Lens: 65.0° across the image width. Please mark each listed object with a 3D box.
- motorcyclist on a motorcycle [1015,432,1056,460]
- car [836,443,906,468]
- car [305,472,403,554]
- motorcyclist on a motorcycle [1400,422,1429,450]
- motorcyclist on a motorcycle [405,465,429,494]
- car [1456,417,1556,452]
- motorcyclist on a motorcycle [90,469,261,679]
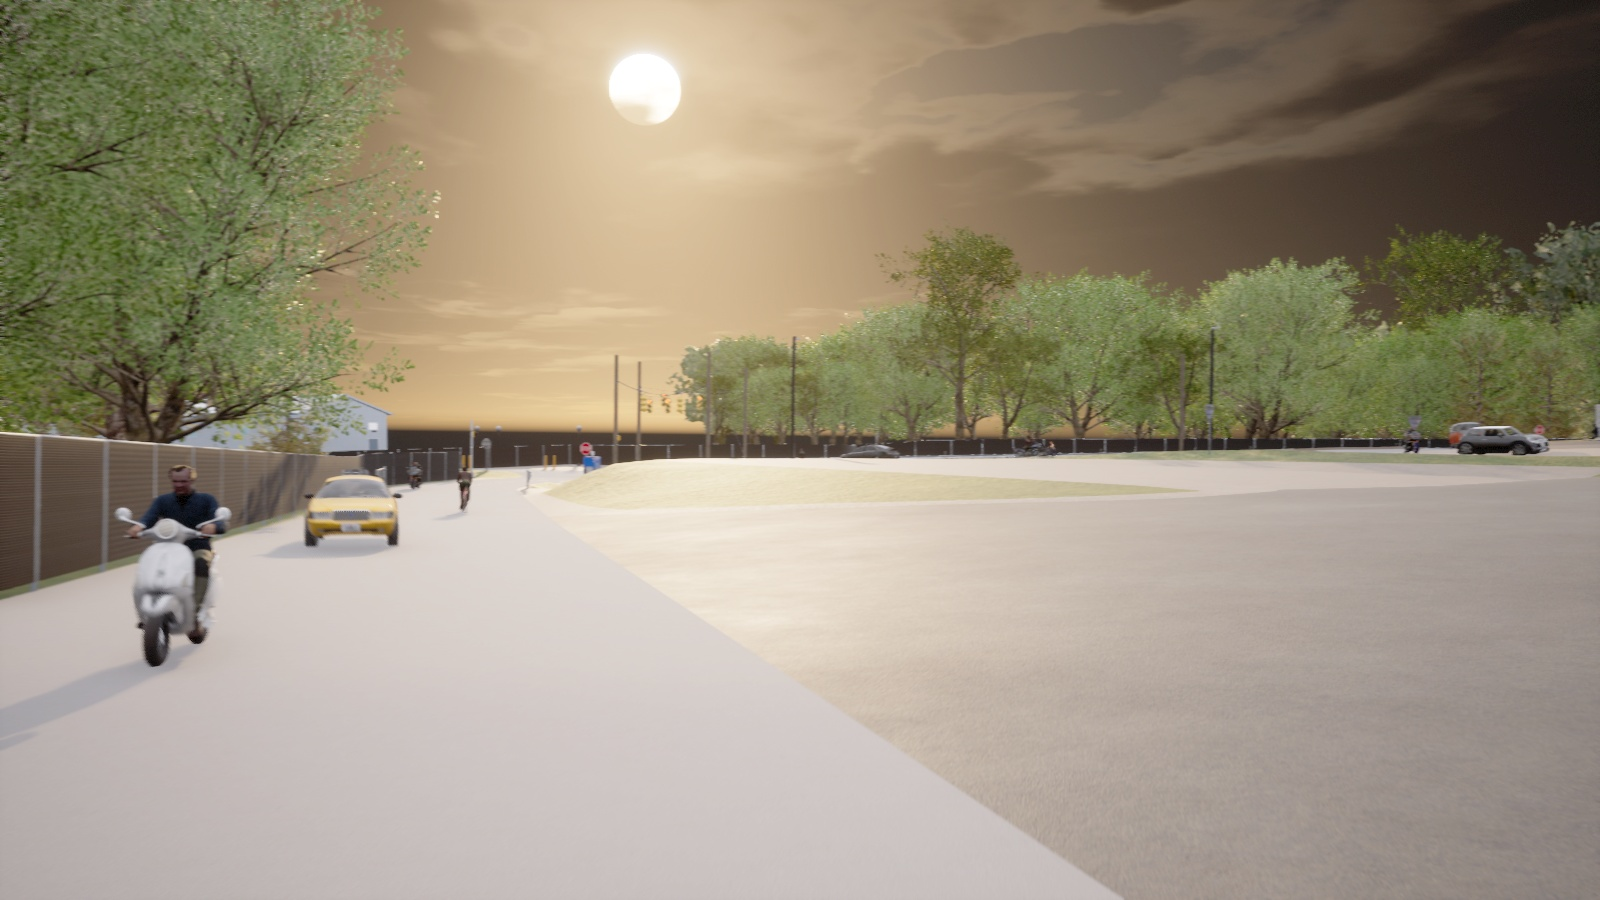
[{"bbox_3d":[14.929,-0.277,79.656,2.350,1.649,0.766,-3,-1,30],"label":"motorcyclist on a motorcycle"},{"bbox_3d":[5.167,0.386,91.758,4.892,1.490,1.837,-5,-3,40],"label":"car"},{"bbox_3d":[-9.536,1.262,27.072,1.801,1.575,5.366,0,-1,-18],"label":"car"},{"bbox_3d":[34.991,-0.815,71.532,0.866,1.530,2.191,-3,0,11],"label":"motorcyclist on a motorcycle"},{"bbox_3d":[-20.624,1.583,67.710,0.866,1.530,2.191,0,0,-7],"label":"motorcyclist on a motorcycle"},{"bbox_3d":[35.023,-0.763,62.365,1.970,1.475,3.806,-6,3,-36],"label":"car"},{"bbox_3d":[-5.162,0.961,10.524,0.866,1.590,1.817,0,-1,-13],"label":"motorcyclist on a motorcycle"}]
